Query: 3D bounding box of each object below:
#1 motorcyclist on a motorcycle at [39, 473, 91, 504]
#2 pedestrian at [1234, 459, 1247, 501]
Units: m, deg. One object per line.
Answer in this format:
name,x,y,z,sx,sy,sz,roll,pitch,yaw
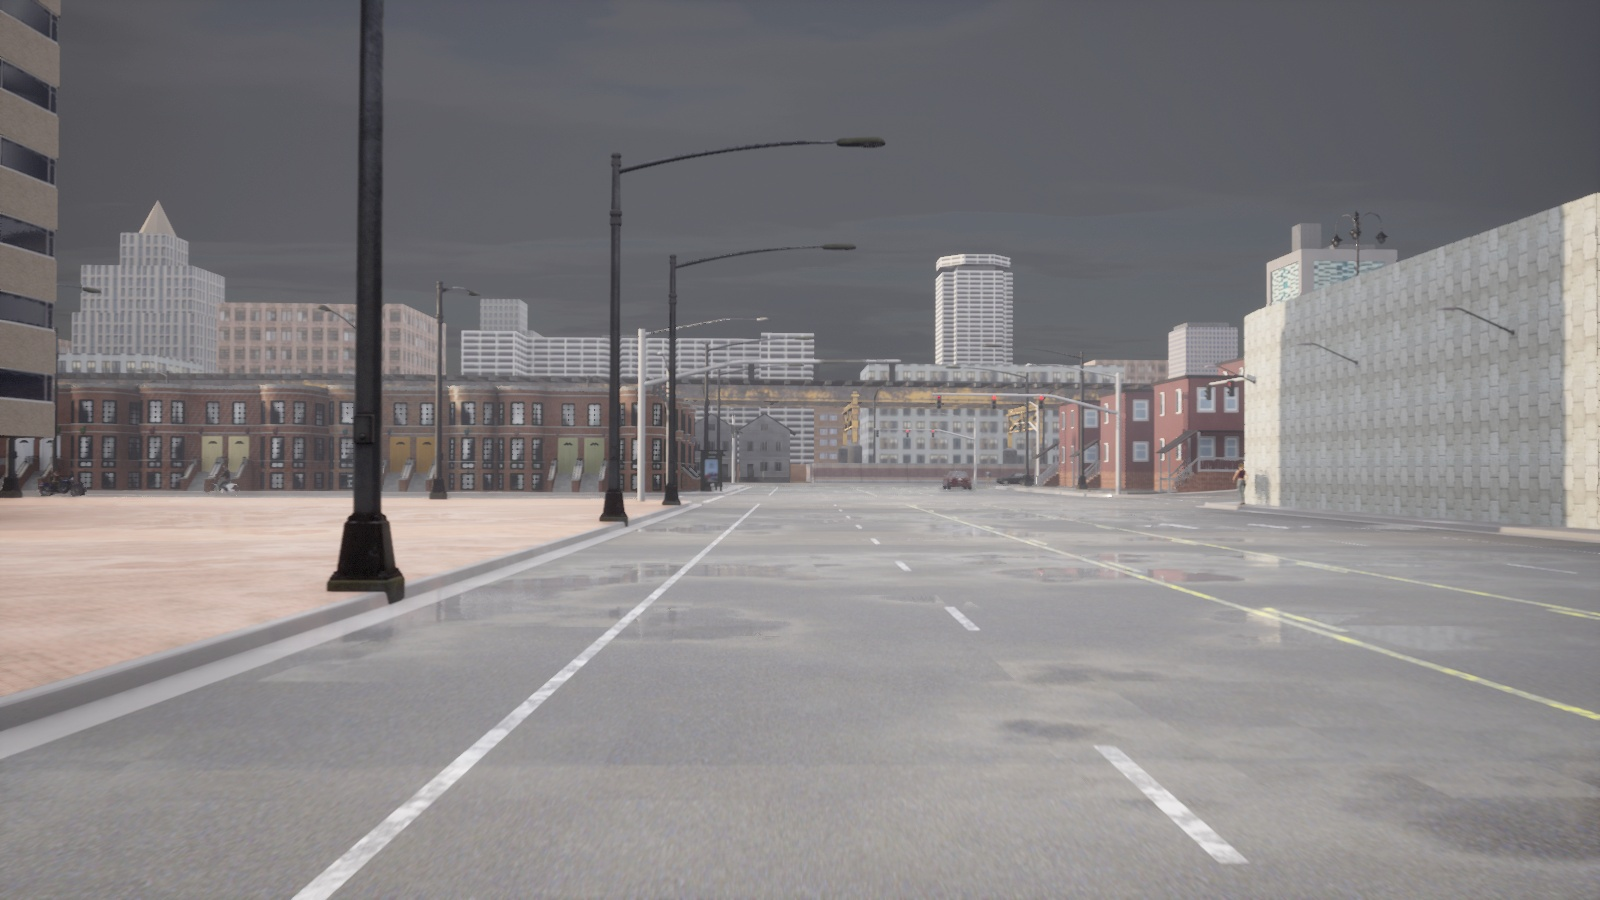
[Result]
motorcyclist on a motorcycle,-39.414,2.050,67.364,2.350,1.649,0.766,0,-1,0
pedestrian,19.176,1.307,54.622,0.345,1.836,0.594,0,-1,0
